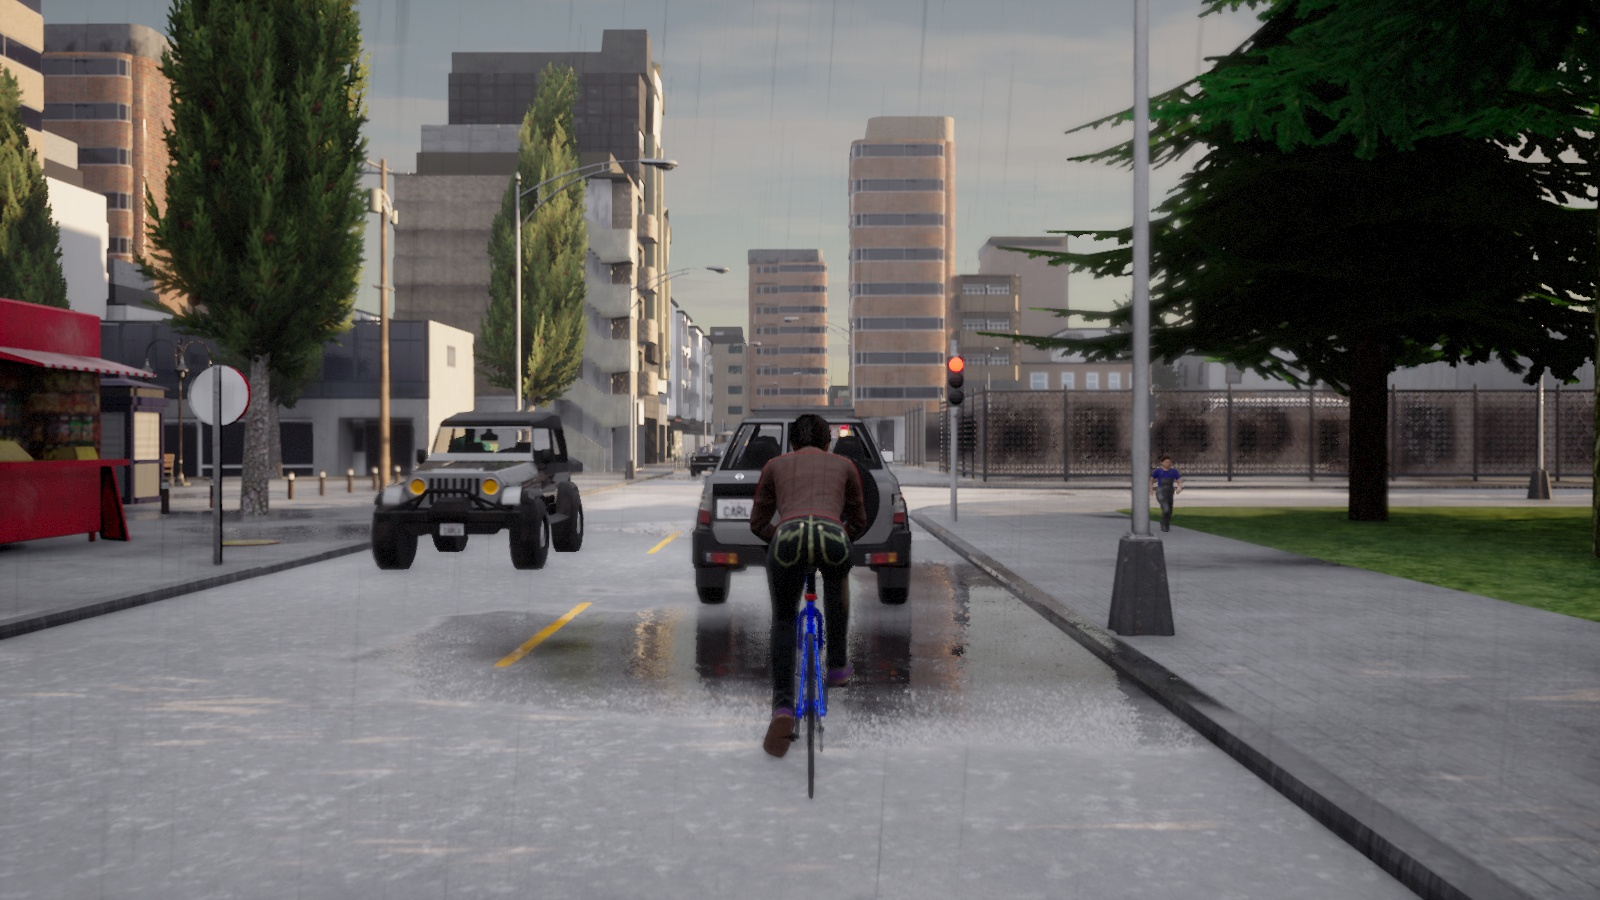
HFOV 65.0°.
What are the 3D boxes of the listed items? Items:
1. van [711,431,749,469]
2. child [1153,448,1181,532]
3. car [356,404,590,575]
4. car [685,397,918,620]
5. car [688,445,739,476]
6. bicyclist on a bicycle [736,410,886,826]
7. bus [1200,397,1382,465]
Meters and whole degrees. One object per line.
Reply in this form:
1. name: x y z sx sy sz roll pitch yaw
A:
1. van: -3.696 -0.012 66.892 1.775 1.987 4.442 0 0 0
2. child: 5.576 0.595 19.085 0.270 1.263 0.437 0 0 -3
3. car: -3.909 0.420 15.717 1.905 1.878 3.866 0 0 0
4. car: 0.060 0.466 12.727 1.932 1.855 4.605 0 0 1
5. car: -3.746 0.425 55.113 1.895 1.301 4.718 0 0 0
6. bicyclist on a bicycle: 0.047 0.656 5.732 0.582 1.620 1.656 0 0 0
7. bus: 31.795 -1.225 81.756 10.273 4.253 3.944 0 0 4
